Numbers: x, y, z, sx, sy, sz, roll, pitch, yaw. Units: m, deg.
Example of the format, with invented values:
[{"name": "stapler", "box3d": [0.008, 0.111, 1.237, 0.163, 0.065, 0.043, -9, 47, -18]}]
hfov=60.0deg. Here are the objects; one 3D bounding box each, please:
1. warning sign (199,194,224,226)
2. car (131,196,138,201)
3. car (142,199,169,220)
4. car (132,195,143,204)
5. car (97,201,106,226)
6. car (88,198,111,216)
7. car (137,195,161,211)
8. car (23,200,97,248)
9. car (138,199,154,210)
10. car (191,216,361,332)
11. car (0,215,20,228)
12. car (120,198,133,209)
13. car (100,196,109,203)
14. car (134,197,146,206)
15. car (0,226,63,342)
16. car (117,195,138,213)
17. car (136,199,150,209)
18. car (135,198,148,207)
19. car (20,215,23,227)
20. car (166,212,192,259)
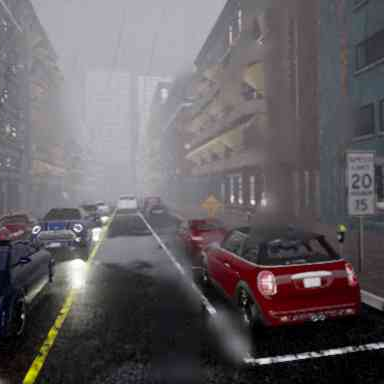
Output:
[{"name": "warning sign", "box3d": [1.173, 1.064, 20.150, 1.300, 1.860, 1.060, -1, 1, -12]}, {"name": "car", "box3d": [-16.276, 1.887, 93.926, 1.802, 1.307, 4.206, -2, 0, -11]}, {"name": "car", "box3d": [-2.997, 1.612, 28.676, 1.947, 1.339, 4.313, -2, 0, -11]}, {"name": "car", "box3d": [-11.860, 1.536, 72.176, 2.192, 1.841, 5.009, -2, 0, -11]}, {"name": "car", "box3d": [-7.717, 1.676, 24.805, 1.837, 1.490, 4.892, -1, 0, -11]}, {"name": "car", "box3d": [-9.753, 1.738, 35.011, 1.812, 1.442, 4.674, -1, 0, -10]}, {"name": "car", "box3d": [-4.113, 1.384, 34.113, 2.192, 1.841, 5.009, -2, 0, -11]}, {"name": "car", "box3d": [-5.773, 1.484, 15.199, 2.097, 1.767, 4.553, -1, 0, -12]}, {"name": "car", "box3d": [-6.316, 1.695, 44.989, 1.802, 1.307, 4.206, -2, 0, -11]}, {"name": "car", "box3d": [1.433, 1.396, 6.928, 1.967, 1.590, 4.097, -2, 0, -11]}, {"name": "car", "box3d": [-7.397, 1.618, 10.770, 1.967, 1.590, 4.097, -2, 0, -11]}, {"name": "car", "box3d": [-9.946, 1.725, 50.490, 1.812, 1.442, 4.674, -1, 0, -12]}, {"name": "car", "box3d": [-22.890, 1.924, 86.896, 1.967, 1.590, 4.097, -2, 0, -11]}, {"name": "car", "box3d": [-9.637, 1.728, 61.301, 2.008, 1.369, 4.403, -2, 0, -11]}, {"name": "car", "box3d": [-3.957, 1.658, 6.312, 1.994, 1.385, 4.181, -1, 0, -12]}, {"name": "car", "box3d": [-7.843, 1.379, 40.174, 2.150, 2.045, 5.566, -1, 0, -11]}, {"name": "car", "box3d": [-7.423, 1.717, 50.427, 1.802, 1.307, 4.206, -2, 0, -11]}, {"name": "car", "box3d": [-8.530, 1.722, 55.864, 1.947, 1.339, 4.313, -2, 0, -11]}, {"name": "car", "box3d": [-8.498, 1.783, 16.208, 1.802, 1.307, 4.206, -2, 0, -11]}, {"name": "car", "box3d": [0.328, 1.560, 12.365, 1.802, 1.307, 4.206, -2, 0, -11]}]
